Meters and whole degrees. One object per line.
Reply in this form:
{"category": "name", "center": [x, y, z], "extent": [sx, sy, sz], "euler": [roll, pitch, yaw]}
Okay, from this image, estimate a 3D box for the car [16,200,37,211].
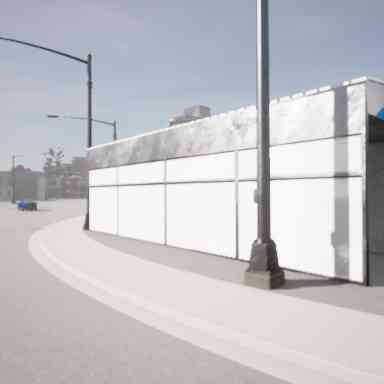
{"category": "car", "center": [-22.645, 1.791, 45.639], "extent": [1.882, 1.535, 5.008], "euler": [0, 0, -36]}
